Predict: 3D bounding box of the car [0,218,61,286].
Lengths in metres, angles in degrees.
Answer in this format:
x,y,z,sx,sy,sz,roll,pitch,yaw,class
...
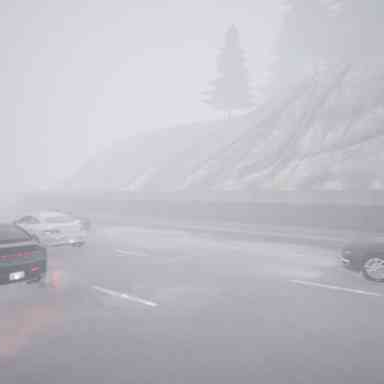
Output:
x,y,z,sx,sy,sz,roll,pitch,yaw,class
-5.555,1.507,8.522,4.892,1.490,1.837,0,0,39,car

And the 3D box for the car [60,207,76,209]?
x,y,z,sx,sy,sz,roll,pitch,yaw,class
-7.817,1.580,19.909,4.181,1.385,1.994,0,0,43,car

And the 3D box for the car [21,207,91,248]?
x,y,z,sx,sy,sz,roll,pitch,yaw,class
-6.105,1.535,13.591,4.674,1.442,1.812,0,0,41,car

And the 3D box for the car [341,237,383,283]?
x,y,z,sx,sy,sz,roll,pitch,yaw,class
6.331,1.538,8.163,4.892,1.490,1.837,0,0,35,car
